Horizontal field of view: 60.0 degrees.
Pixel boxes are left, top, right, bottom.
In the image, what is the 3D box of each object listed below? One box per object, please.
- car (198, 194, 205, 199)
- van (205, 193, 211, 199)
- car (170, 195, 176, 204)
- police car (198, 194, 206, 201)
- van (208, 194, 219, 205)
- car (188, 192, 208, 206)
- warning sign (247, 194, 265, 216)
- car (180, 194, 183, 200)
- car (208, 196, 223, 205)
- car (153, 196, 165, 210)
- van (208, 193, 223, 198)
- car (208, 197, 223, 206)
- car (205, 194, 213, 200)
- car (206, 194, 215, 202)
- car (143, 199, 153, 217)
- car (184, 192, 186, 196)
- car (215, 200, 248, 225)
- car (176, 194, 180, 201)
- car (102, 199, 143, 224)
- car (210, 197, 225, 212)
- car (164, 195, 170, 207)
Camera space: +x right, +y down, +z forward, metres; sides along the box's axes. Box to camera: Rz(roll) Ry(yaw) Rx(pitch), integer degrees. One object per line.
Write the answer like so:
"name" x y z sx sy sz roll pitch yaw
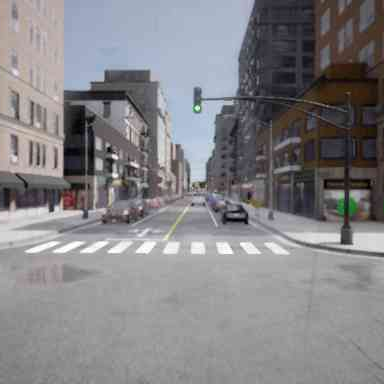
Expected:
"car" 2.678 1.250 93.911 1.801 1.575 5.366 0 0 1
"van" 4.522 1.140 95.353 1.690 1.788 3.998 0 0 1
"car" -4.354 1.273 56.964 1.967 1.590 4.097 0 0 1
"police car" 2.322 1.249 77.834 1.930 1.638 5.238 0 0 1
"van" 3.669 1.208 56.786 1.690 1.788 3.998 0 0 1
"car" 0.988 1.090 50.691 2.150 2.045 5.566 0 0 1
"warning sign" 5.332 1.062 27.644 1.300 1.860 1.060 0 0 1
"car" -3.867 1.339 79.002 1.887 1.381 4.507 0 0 1
"car" 3.303 1.469 40.259 1.947 1.339 4.313 0 0 1
"car" -4.719 1.451 40.436 1.802 1.307 4.206 0 0 1
"van" 3.426 1.231 45.768 1.690 1.788 3.998 0 0 1
"car" 3.547 1.428 51.278 2.008 1.369 4.403 0 0 1
"car" 4.278 1.260 84.335 1.967 1.590 4.097 0 0 1
"car" 4.035 1.279 73.315 1.967 1.590 4.097 0 0 1
"car" -4.962 1.338 29.417 1.967 1.590 4.097 0 0 1
"car" -3.501 1.310 95.532 1.887 1.381 4.507 0 0 1
"car" 2.939 1.515 23.730 1.947 1.339 4.313 0 0 1
"car" -4.111 1.364 67.983 2.008 1.369 4.403 0 0 1
"car" -5.084 1.355 23.907 1.967 1.590 4.097 0 0 1
"car" 3.182 1.499 34.750 1.802 1.307 4.206 0 0 1
"car" -4.597 1.406 45.945 2.008 1.369 4.403 0 0 1
